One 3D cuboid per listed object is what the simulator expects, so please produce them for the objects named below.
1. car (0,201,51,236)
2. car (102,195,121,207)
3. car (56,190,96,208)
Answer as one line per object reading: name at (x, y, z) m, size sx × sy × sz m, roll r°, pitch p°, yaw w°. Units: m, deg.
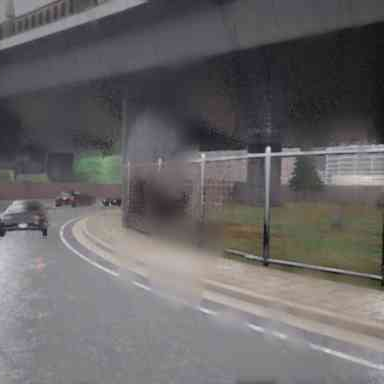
car at (-7.703, 1.143, 15.602) m, size 1.812 × 1.442 × 4.674 m, roll 1°, pitch 1°, yaw -22°
car at (-7.561, 0.932, 35.951) m, size 1.895 × 1.301 × 4.718 m, roll 1°, pitch 1°, yaw 20°
car at (-11.700, 0.624, 33.904) m, size 2.097 × 1.767 × 4.553 m, roll 2°, pitch 1°, yaw 13°
